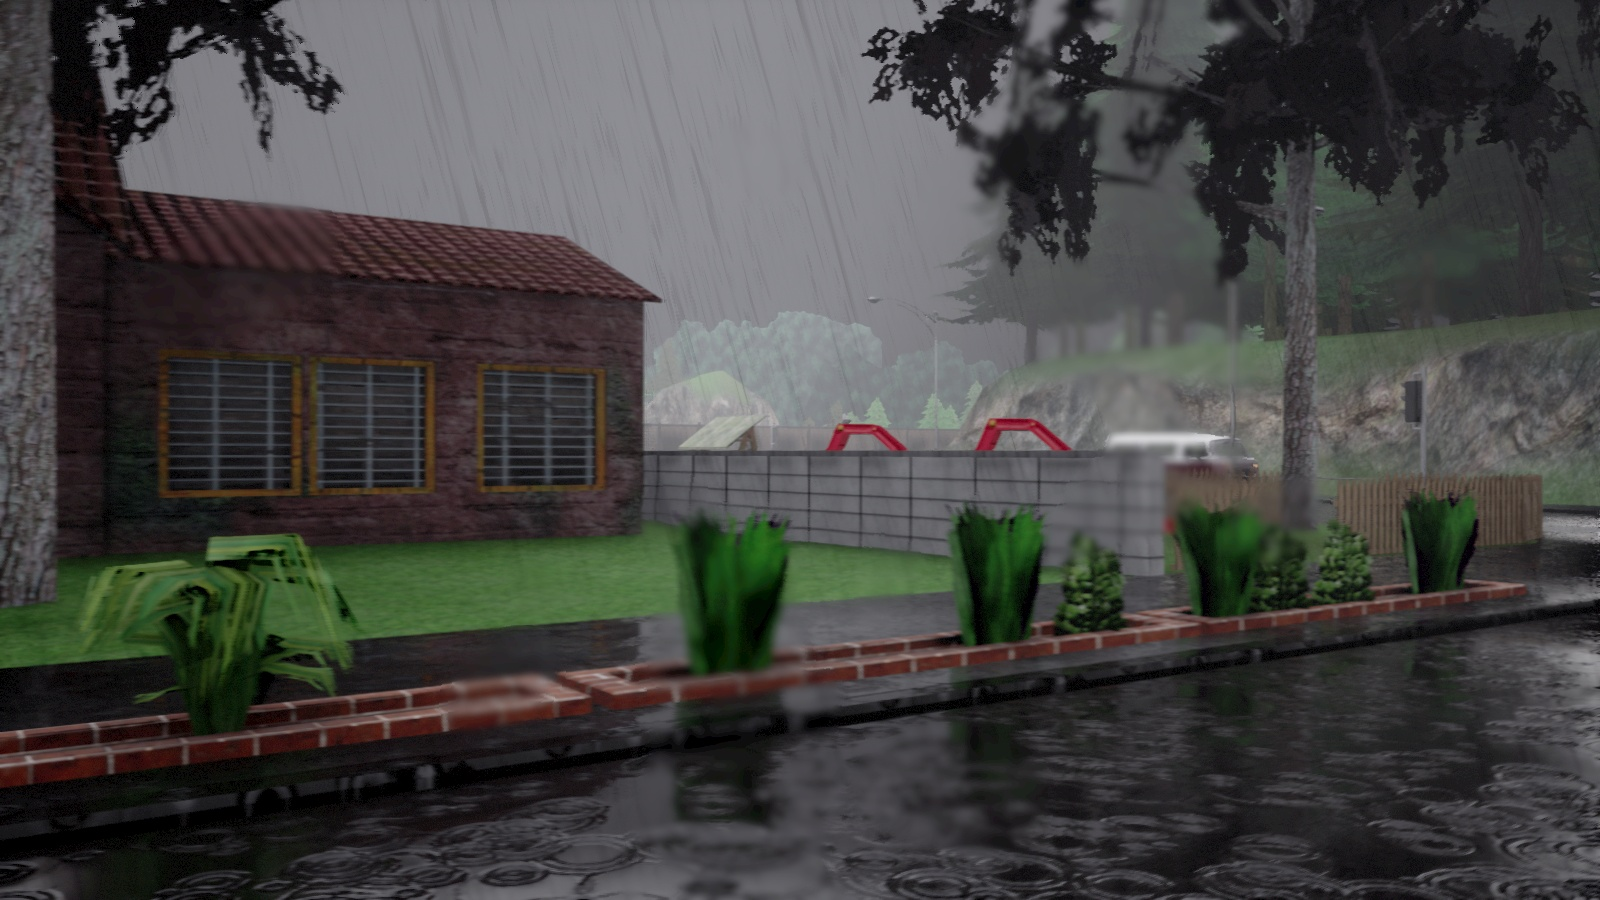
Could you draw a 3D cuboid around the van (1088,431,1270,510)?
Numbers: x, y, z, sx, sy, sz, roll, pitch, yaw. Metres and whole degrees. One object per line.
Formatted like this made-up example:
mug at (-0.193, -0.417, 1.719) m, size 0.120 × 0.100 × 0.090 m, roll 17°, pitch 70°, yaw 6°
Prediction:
van at (10.381, 0.531, 34.699) m, size 2.069 × 2.038 × 4.480 m, roll 0°, pitch 0°, yaw -35°
